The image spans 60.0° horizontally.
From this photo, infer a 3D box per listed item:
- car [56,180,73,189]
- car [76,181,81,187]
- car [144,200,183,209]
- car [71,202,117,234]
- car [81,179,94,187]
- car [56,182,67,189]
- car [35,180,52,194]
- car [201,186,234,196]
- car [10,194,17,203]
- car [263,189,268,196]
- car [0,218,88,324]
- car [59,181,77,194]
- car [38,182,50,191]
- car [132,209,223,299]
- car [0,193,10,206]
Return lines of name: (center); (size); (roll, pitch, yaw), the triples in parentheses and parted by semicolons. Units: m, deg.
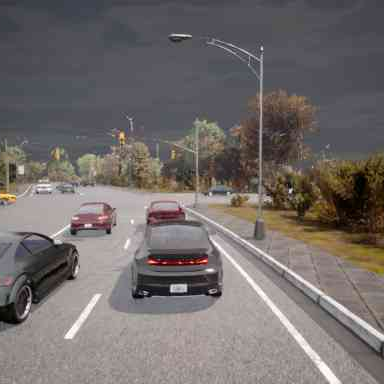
car: (-23.588, -1.006, 61.633); (1.837, 1.490, 4.892); (-1, 3, -24)
car: (-29.078, -1.996, 81.779); (1.837, 1.490, 4.892); (-1, 3, -25)
car: (-1.452, 1.169, 17.396); (1.882, 1.535, 5.008); (0, 2, -8)
car: (-4.913, 1.241, 16.936); (1.812, 1.442, 4.674); (0, 2, -8)
car: (-25.920, -2.347, 83.272); (2.150, 2.045, 5.566); (-1, 3, -25)
car: (-27.857, -1.373, 70.905); (1.895, 1.301, 4.718); (-1, 3, -25)
car: (-23.497, -0.835, 52.771); (2.150, 2.045, 5.566); (-1, 3, -24)
car: (3.701, -0.171, 48.594); (4.892, 1.490, 1.837); (0, 3, -22)
car: (-19.472, 0.508, 31.672); (5.008, 1.535, 1.882); (-1, 3, -22)
car: (13.963, -0.259, 52.665); (5.566, 2.045, 2.150); (2, 2, -22)
car: (-3.846, 1.516, 7.021); (1.994, 1.385, 4.181); (0, 1, -2)
car: (-19.856, -0.549, 53.177); (1.812, 1.442, 4.674); (-1, 3, -23)
car: (-27.502, -1.041, 61.804); (1.882, 1.535, 5.008); (-1, 3, -24)
car: (-0.401, 1.428, 8.340); (1.837, 1.490, 4.892); (0, 1, -4)
car: (-18.480, 0.729, 28.308); (4.674, 1.442, 1.812); (-1, 3, -22)
